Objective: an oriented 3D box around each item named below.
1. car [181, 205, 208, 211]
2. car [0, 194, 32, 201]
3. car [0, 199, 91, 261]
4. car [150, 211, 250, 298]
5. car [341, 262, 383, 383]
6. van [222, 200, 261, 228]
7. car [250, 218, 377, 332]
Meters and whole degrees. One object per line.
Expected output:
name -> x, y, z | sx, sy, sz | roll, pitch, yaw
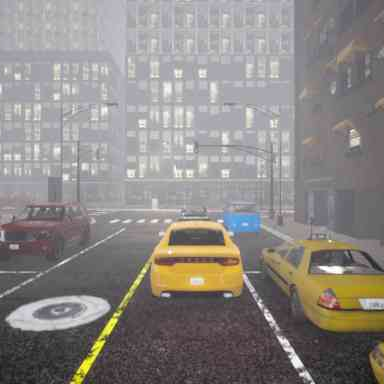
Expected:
car -> 0.129, 1.495, 19.027 | 2.128, 1.511, 4.902 | 0, 0, 0
car -> -20.823, 1.109, 38.063 | 5.009, 1.841, 2.192 | 1, -1, 0
car -> -5.295, 1.317, 12.426 | 2.192, 1.841, 5.009 | 0, 0, 0
car -> 0.110, 1.479, 8.555 | 1.882, 1.535, 5.008 | 0, 0, 0
car -> 2.570, 1.525, 1.304 | 1.752, 1.417, 4.829 | 0, 0, 0
van -> 2.593, 1.344, 18.055 | 1.690, 1.788, 3.998 | 0, 0, 0
car -> 2.577, 1.526, 6.944 | 1.752, 1.417, 4.829 | 0, 0, 0
